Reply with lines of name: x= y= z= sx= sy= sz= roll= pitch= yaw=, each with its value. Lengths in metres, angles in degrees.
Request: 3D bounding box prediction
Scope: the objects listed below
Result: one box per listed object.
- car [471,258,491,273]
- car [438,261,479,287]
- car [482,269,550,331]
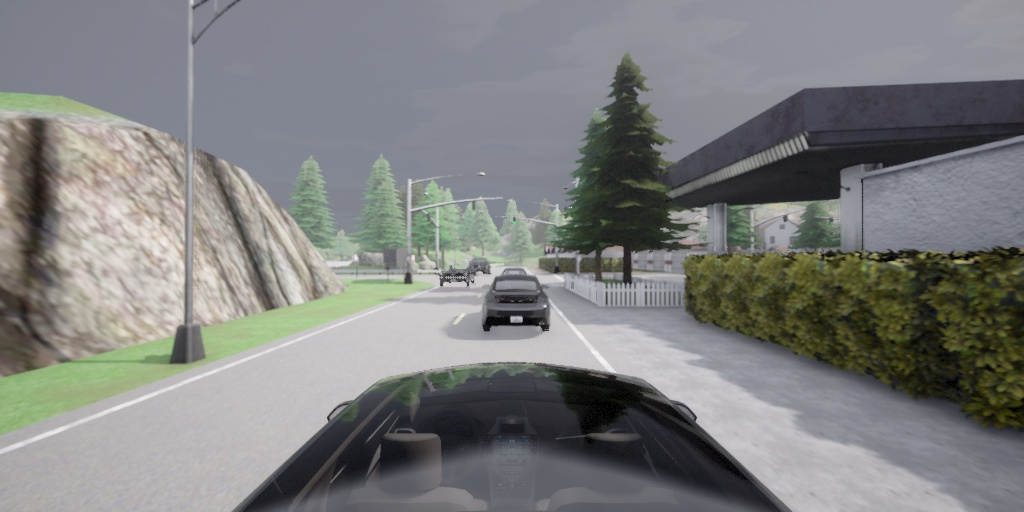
car: x=-3.811 y=1.226 z=42.237 sx=2.150 sy=2.045 sz=5.566 roll=0 pitch=-3 yaw=5
car: x=-3.467 y=1.167 z=23.325 sx=1.895 sy=1.301 sz=4.718 roll=0 pitch=0 yaw=0
car: x=0.114 y=1.330 z=11.297 sx=1.837 sy=1.490 sz=4.892 roll=0 pitch=0 yaw=0
